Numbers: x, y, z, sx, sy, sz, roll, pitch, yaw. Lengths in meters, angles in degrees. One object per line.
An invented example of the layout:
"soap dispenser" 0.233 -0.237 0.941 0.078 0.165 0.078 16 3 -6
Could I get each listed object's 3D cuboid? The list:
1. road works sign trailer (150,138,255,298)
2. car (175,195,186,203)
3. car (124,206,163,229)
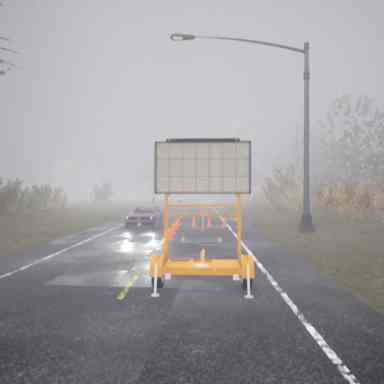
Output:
"road works sign trailer" 0.273 0.452 8.469 2.380 3.560 2.880 0 0 3
"car" -2.110 1.377 63.950 1.882 1.535 5.008 0 0 2
"car" -3.017 1.570 21.509 1.895 1.301 4.718 0 0 1
